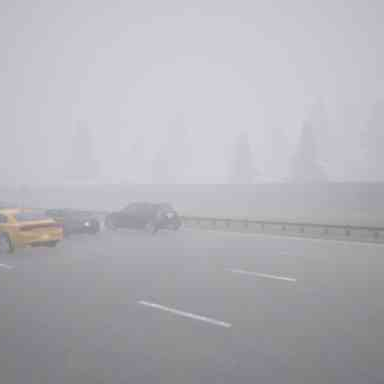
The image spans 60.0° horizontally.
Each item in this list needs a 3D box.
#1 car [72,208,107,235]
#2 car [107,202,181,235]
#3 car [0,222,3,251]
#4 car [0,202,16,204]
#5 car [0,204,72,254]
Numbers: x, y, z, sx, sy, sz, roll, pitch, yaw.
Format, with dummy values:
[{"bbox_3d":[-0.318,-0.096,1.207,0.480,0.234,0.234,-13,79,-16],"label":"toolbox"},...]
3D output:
[{"bbox_3d":[-6.763,1.531,17.415,4.181,1.385,1.994,0,0,36],"label":"car"},{"bbox_3d":[-2.885,1.323,18.942,4.553,1.767,2.097,0,0,36],"label":"car"},{"bbox_3d":[-7.358,1.541,9.227,4.181,1.385,1.994,0,0,36],"label":"car"},{"bbox_3d":[-16.292,1.538,28.514,4.718,1.301,1.895,0,0,36],"label":"car"},{"bbox_3d":[-7.310,1.449,13.502,5.008,1.535,1.882,0,0,36],"label":"car"}]
